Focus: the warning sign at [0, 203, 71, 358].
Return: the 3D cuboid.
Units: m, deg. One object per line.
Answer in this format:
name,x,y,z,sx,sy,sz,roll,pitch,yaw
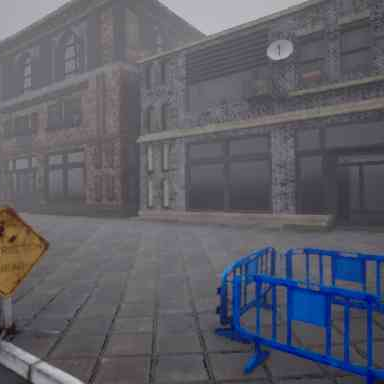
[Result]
warning sign,-2.604,1.111,4.661,1.060,1.860,1.300,-1,0,35
